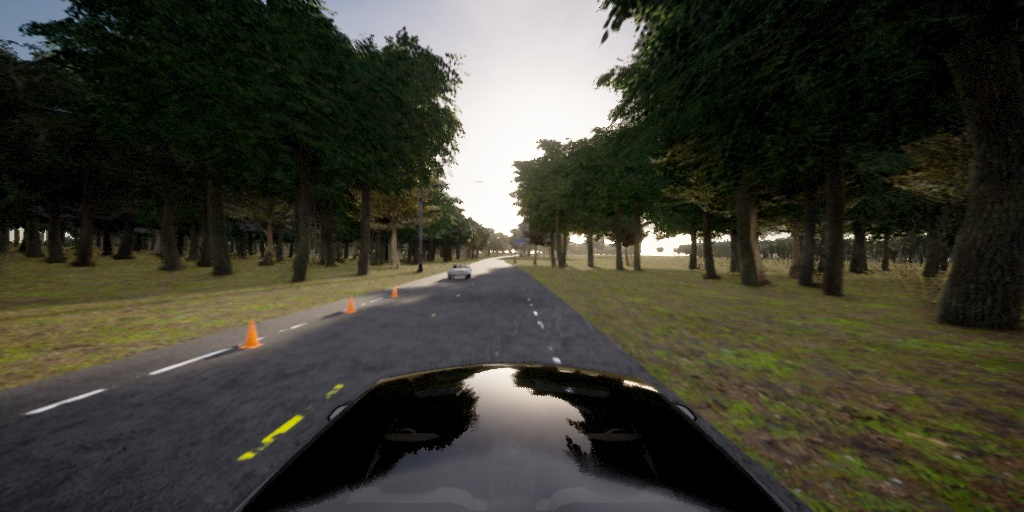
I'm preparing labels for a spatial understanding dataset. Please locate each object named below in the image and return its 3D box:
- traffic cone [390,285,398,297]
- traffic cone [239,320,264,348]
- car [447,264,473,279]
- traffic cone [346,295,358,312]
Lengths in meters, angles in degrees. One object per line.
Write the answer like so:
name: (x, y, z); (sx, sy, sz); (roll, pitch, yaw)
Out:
traffic cone: (-5.875, 1.730, 17.982); (0.340, 0.580, 0.340); (0, 0, -1)
traffic cone: (-5.802, 1.721, 8.005); (0.340, 0.580, 0.340); (0, 0, 0)
car: (-4.721, 1.395, 32.946); (1.895, 1.301, 4.718); (0, 0, -1)
traffic cone: (-5.829, 1.725, 12.993); (0.340, 0.580, 0.340); (0, 0, 0)
